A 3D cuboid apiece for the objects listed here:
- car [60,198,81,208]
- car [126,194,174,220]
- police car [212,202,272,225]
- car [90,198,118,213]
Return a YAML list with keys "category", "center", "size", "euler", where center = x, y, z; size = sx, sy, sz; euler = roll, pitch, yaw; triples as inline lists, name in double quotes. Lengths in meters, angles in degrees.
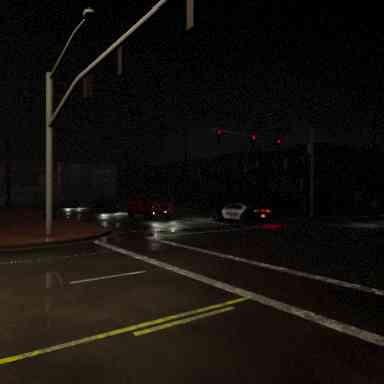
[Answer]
- category: "car"
  center: [-17.483, 1.526, 47.769]
  size: [1.812, 1.442, 4.674]
  euler: [0, 0, -36]
- category: "car"
  center: [-3.718, 1.222, 28.561]
  size: [2.150, 2.045, 5.566]
  euler: [0, 0, -36]
- category: "police car"
  center: [3.478, 1.504, 24.719]
  size: [2.038, 1.542, 4.974]
  euler: [0, 0, -36]
- category: "car"
  center: [-9.840, 1.504, 37.090]
  size: [1.837, 1.490, 4.892]
  euler: [0, 0, -36]
